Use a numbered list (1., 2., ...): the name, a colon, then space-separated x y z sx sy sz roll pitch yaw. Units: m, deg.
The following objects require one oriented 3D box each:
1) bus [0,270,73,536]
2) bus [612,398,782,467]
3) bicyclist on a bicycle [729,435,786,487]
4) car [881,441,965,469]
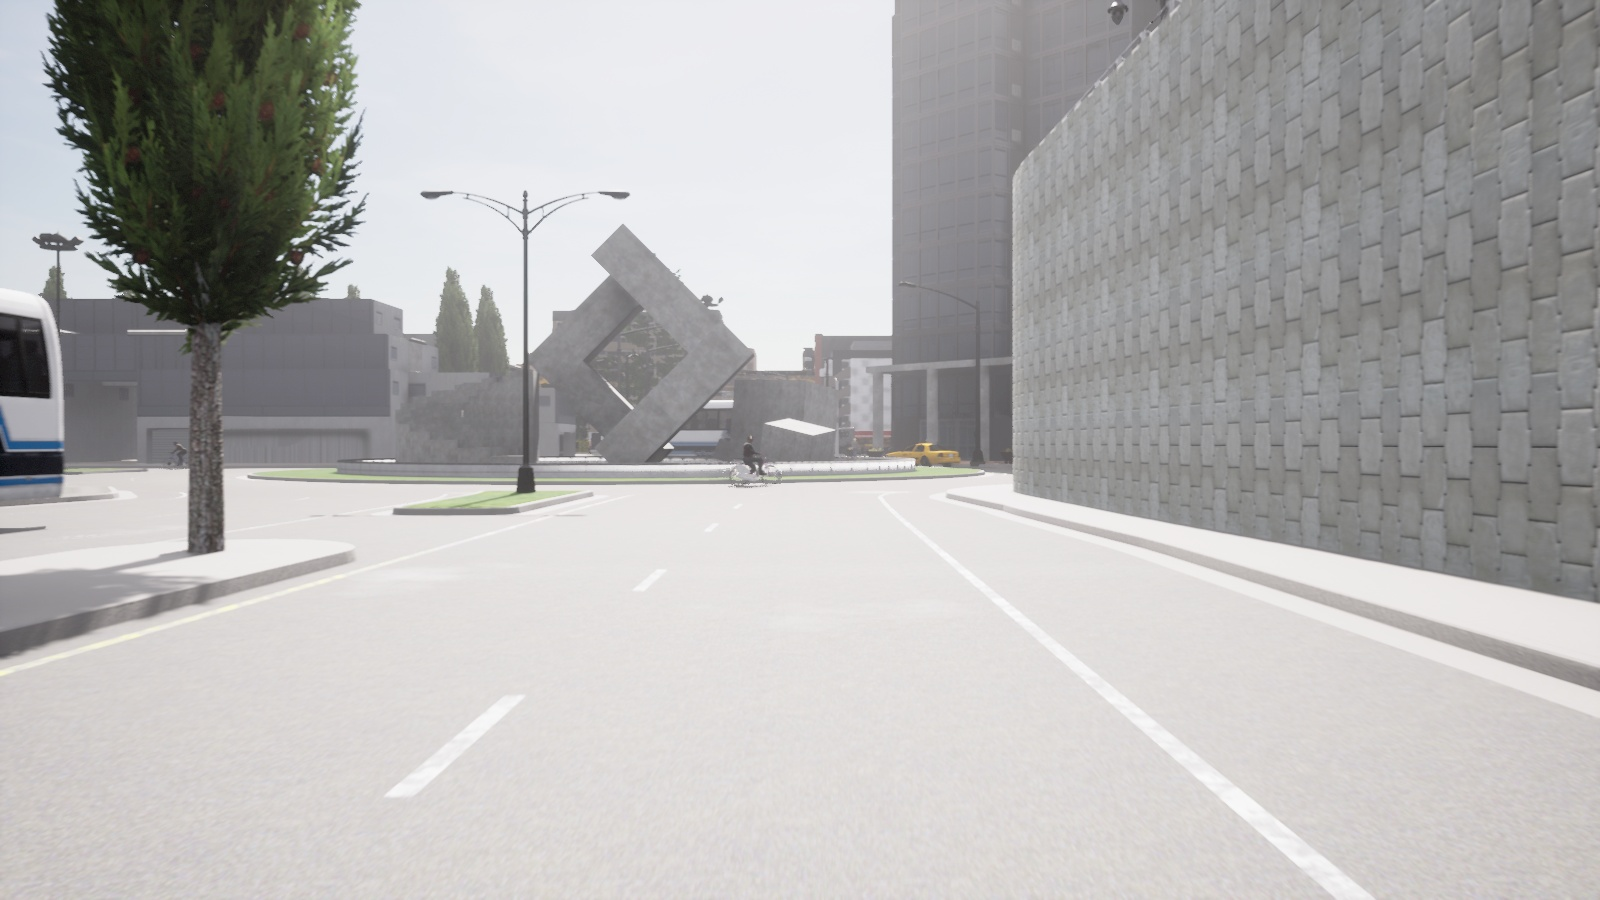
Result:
1. bus: -14.835 -0.738 16.992 3.944 4.253 10.273 0 0 1
2. bus: -6.644 -1.094 81.383 10.273 4.253 3.944 0 0 13
3. bicyclist on a bicycle: -1.454 0.373 43.072 1.843 1.776 0.659 0 0 -20
4. car: 7.160 0.276 73.665 1.801 1.575 5.366 0 0 -36
